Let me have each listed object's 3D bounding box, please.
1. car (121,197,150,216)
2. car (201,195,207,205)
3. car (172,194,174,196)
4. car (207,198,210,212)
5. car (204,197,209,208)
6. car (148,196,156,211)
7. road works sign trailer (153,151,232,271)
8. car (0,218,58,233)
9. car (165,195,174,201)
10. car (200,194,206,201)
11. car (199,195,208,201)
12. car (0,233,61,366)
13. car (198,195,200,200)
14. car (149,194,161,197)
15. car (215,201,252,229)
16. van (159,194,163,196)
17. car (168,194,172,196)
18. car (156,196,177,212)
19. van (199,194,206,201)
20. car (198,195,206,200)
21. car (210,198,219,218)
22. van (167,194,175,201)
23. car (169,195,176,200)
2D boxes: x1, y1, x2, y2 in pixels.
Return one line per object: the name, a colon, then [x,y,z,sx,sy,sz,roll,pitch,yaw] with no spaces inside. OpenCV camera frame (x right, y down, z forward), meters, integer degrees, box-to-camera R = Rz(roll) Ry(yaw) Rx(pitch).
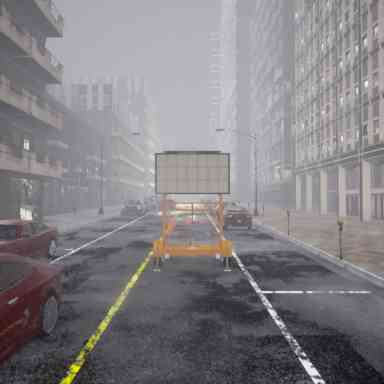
car: [-5.624,1.449,32.402,1.967,1.590,4.097,1,0,0]
car: [2.780,1.561,49.108,2.008,1.369,4.403,1,0,0]
car: [-5.563,1.451,71.230,1.967,1.590,4.097,1,0,0]
car: [2.754,1.554,32.464,1.887,1.381,4.507,1,0,0]
car: [2.763,1.554,38.013,1.887,1.381,4.507,1,0,0]
car: [-5.617,1.554,37.950,1.887,1.381,4.507,1,0,0]
road works sign trailer: [0.015,0.468,10.849,2.380,3.560,2.880,0,0,0]
car: [-5.661,1.548,10.216,1.887,1.381,4.507,1,0,0]
car: [-5.558,1.535,82.153,1.752,1.417,4.829,1,0,0]
car: [2.798,1.536,60.374,1.752,1.417,4.829,1,0,0]
car: [2.835,1.450,82.396,1.967,1.590,4.097,1,0,0]
car: [-3.095,1.527,3.883,1.812,1.442,4.674,0,0,0]
car: [2.814,1.592,71.300,1.802,1.307,4.206,1,0,0]
car: [-5.606,1.450,43.497,1.967,1.590,4.097,1,0,0]
car: [2.737,1.551,21.368,1.887,1.381,4.507,1,0,0]
van: [-5.596,1.351,49.044,1.690,1.788,3.998,1,0,0]
car: [-5.574,1.561,65.683,2.008,1.369,4.403,1,0,0]
car: [-2.939,1.535,39.360,1.812,1.442,4.674,0,0,0]
van: [2.846,1.350,87.944,1.690,1.788,3.998,1,0,0]
car: [2.850,1.574,93.492,1.947,1.339,4.313,1,0,0]
car: [2.747,1.448,26.916,1.967,1.590,4.097,1,0,0]
van: [-5.509,1.350,87.870,1.690,1.788,3.998,1,0,0]
car: [-5.497,1.534,93.246,1.752,1.417,4.829,1,0,0]
